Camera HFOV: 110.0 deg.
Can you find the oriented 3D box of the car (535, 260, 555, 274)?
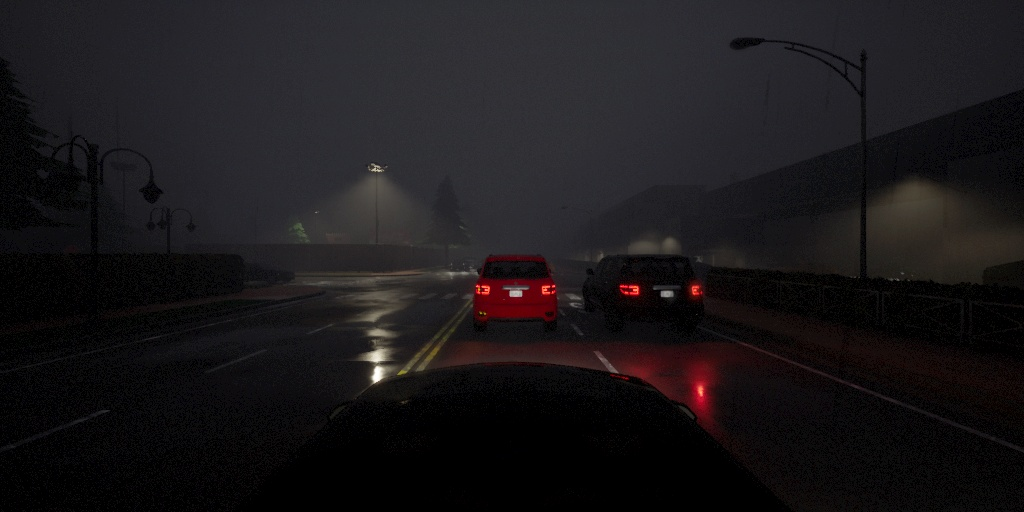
[{"bbox_3d":[3.798,1.227,41.888,1.882,1.535,5.008,0,0,1],"label":"car"}]

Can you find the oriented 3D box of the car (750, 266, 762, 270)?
[{"bbox_3d":[24.943,1.276,33.920,4.674,1.442,1.812,0,0,0],"label":"car"}]

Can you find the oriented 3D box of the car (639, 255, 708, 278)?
[{"bbox_3d":[15.177,0.971,33.983,5.566,2.045,2.150,0,0,1],"label":"car"}]

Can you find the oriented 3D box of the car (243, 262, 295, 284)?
[{"bbox_3d":[-18.605,1.211,26.231,5.008,1.535,1.882,0,0,0],"label":"car"}]

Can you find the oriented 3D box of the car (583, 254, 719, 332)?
[{"bbox_3d":[3.642,0.971,10.981,2.150,2.045,5.566,0,0,1],"label":"car"}]

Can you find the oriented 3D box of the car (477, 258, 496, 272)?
[{"bbox_3d":[-3.333,1.102,47.331,2.097,1.767,4.553,0,0,1],"label":"car"}]

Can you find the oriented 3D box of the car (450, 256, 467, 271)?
[{"bbox_3d":[-6.832,1.102,47.454,2.097,1.767,4.553,0,0,1],"label":"car"}]

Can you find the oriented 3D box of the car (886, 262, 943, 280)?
[{"bbox_3d":[35.096,1.314,30.397,4.181,1.385,1.994,0,0,0],"label":"car"}]

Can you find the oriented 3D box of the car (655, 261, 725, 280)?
[{"bbox_3d":[15.006,1.228,30.466,5.008,1.535,1.882,0,0,0],"label":"car"}]

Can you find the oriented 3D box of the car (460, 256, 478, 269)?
[{"bbox_3d":[-6.724,0.972,56.679,2.150,2.045,5.566,0,0,1],"label":"car"}]

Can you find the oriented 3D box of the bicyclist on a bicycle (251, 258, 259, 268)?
[{"bbox_3d":[-25.137,1.037,35.230,0.582,1.620,1.656,0,0,0],"label":"bicyclist on a bicycle"}]

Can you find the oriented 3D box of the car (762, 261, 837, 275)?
[{"bbox_3d":[24.584,1.228,30.434,5.008,1.535,1.882,0,0,0],"label":"car"}]

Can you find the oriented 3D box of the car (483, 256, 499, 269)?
[{"bbox_3d":[-3.219,0.971,56.923,2.150,2.045,5.566,0,0,0],"label":"car"}]

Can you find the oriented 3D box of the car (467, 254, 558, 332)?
[{"bbox_3d":[0.071,0.971,11.044,2.150,2.045,5.566,0,0,0],"label":"car"}]

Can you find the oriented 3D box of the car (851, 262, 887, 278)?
[{"bbox_3d":[35.487,1.298,33.892,5.357,1.411,2.033,0,0,0],"label":"car"}]
